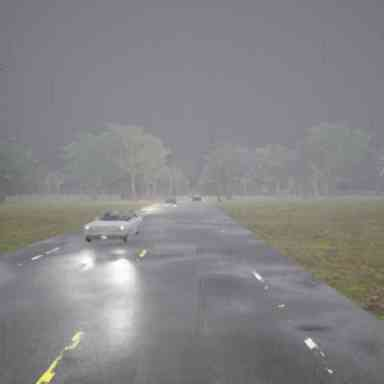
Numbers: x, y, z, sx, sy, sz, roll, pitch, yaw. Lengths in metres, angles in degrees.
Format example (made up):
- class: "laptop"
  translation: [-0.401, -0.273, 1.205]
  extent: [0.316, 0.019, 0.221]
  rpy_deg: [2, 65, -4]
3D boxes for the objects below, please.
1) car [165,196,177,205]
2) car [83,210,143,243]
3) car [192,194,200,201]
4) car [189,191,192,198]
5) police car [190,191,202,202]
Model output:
- class: "car"
  translation: [-3.552, 1.388, 56.867]
  extent: [2.033, 1.411, 5.357]
  rpy_deg: [0, 0, 1]
- class: "car"
  translation: [-3.601, 1.557, 15.867]
  extent: [1.895, 1.301, 4.718]
  rpy_deg: [0, 0, 0]
- class: "car"
  translation: [1.043, 1.280, 80.103]
  extent: [1.837, 1.490, 4.892]
  rpy_deg: [0, 0, 0]
- class: "car"
  translation: [1.043, 0.983, 86.132]
  extent: [2.150, 2.045, 5.566]
  rpy_deg: [0, 0, 0]
- class: "police car"
  translation: [1.044, 1.227, 70.210]
  extent: [1.930, 1.638, 5.238]
  rpy_deg: [0, 0, 0]
